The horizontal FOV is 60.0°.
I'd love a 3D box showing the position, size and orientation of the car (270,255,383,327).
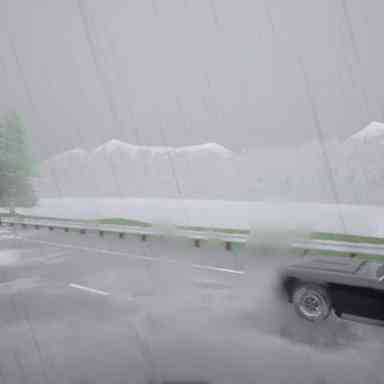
[{"bbox_3d":[3.811,1.607,5.562,4.718,1.301,1.895,0,0,36],"label":"car"}]
